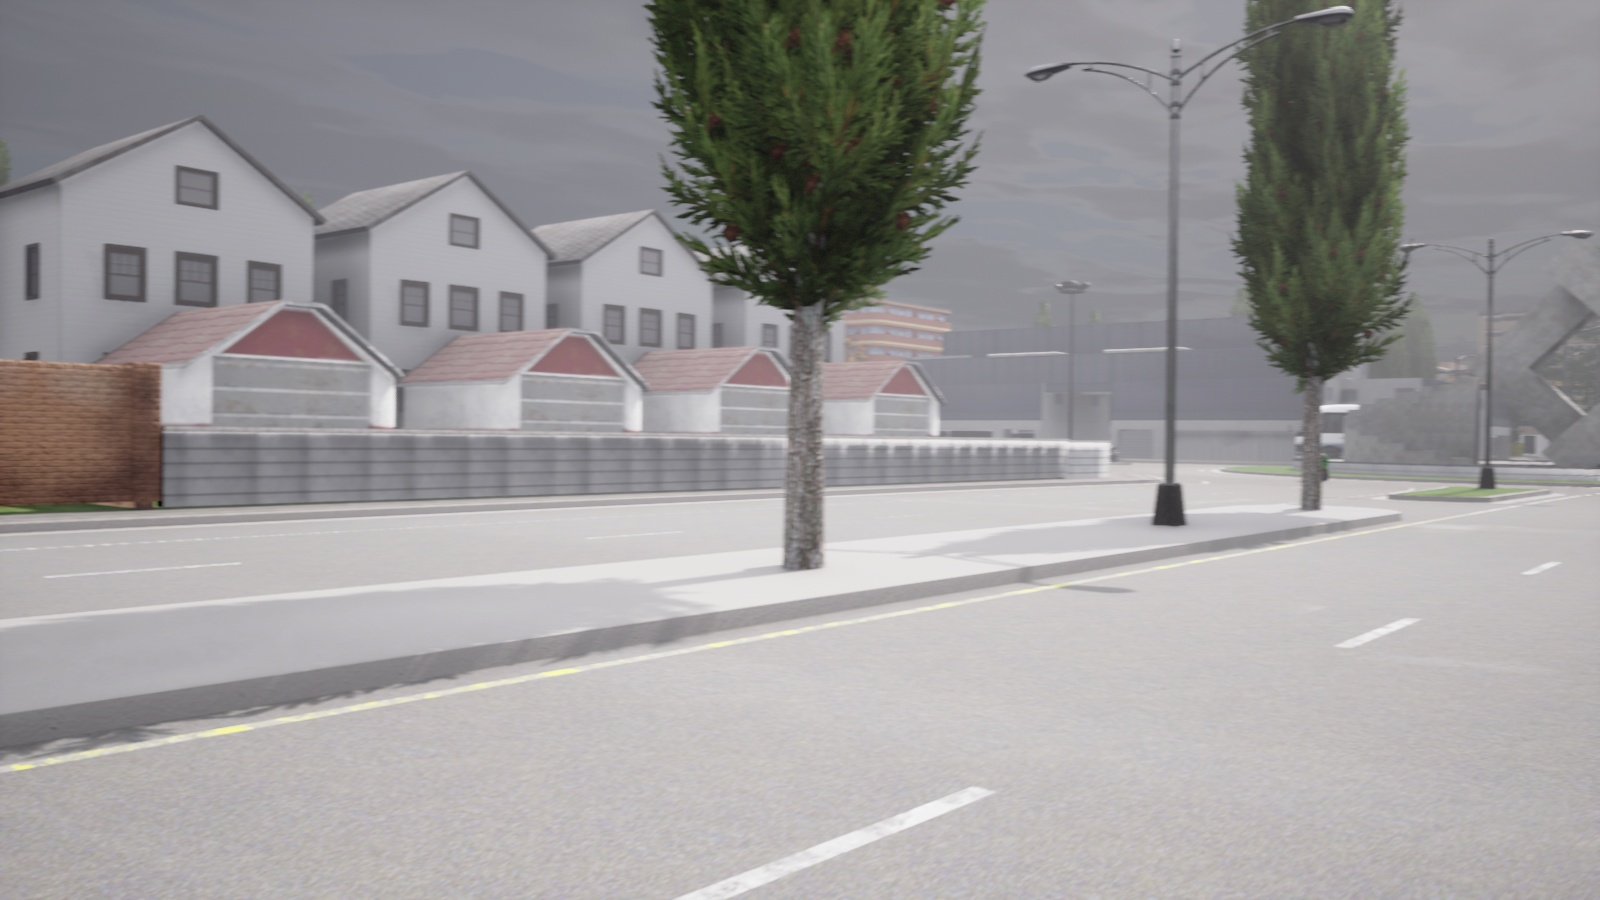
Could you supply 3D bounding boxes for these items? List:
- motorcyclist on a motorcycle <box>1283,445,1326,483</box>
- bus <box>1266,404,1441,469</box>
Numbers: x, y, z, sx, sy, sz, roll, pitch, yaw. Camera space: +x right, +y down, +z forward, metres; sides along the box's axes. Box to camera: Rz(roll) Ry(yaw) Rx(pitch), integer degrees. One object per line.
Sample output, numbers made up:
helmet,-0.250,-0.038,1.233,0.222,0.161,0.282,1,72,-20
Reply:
motorcyclist on a motorcycle,20.718,0.553,51.616,0.797,1.523,2.044,0,1,-4
bus,37.969,-0.925,86.487,10.273,4.253,3.944,1,0,3
